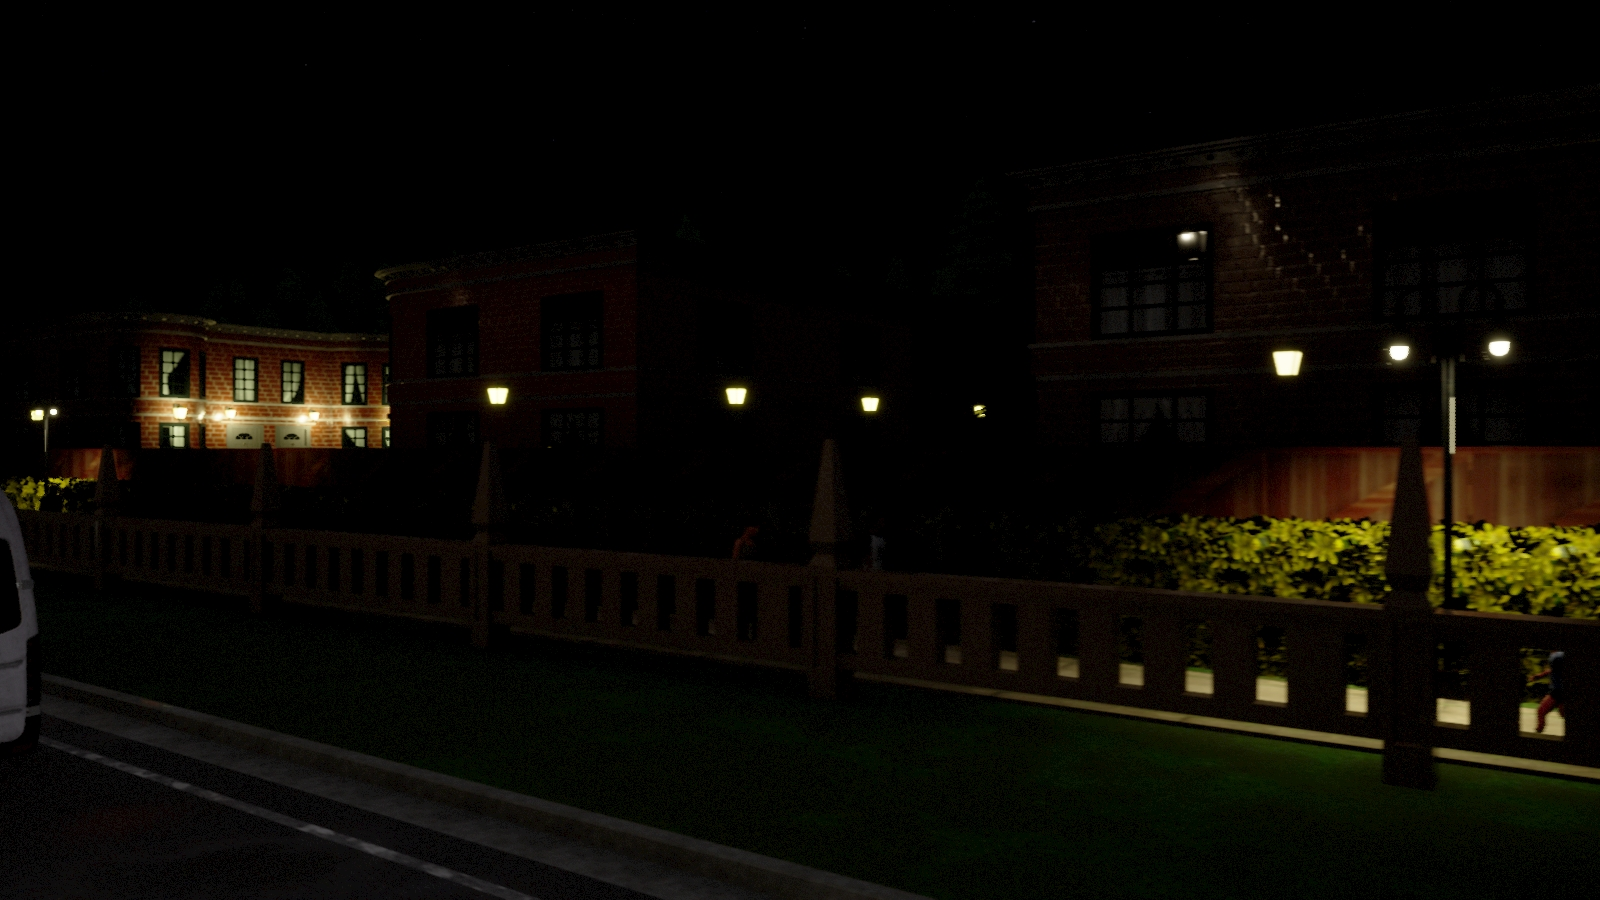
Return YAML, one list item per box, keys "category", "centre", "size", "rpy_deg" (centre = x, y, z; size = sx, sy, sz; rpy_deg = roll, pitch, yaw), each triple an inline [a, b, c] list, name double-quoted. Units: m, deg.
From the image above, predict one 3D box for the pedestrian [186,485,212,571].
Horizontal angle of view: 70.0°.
- category: "pedestrian"
  centre: [-13.205, 1.700, 25.085]
  size: [0.375, 1.860, 0.375]
  rpy_deg: [0, 0, 35]

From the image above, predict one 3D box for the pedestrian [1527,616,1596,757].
- category: "pedestrian"
  centre: [6.750, 2.077, 10.133]
  size: [0.500, 1.100, 0.500]
  rpy_deg: [0, 0, 34]

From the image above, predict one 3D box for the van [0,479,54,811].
- category: "van"
  centre: [-9.003, 1.536, 10.085]
  size: [5.915, 2.561, 1.988]
  rpy_deg: [0, 0, 35]

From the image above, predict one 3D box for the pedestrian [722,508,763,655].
- category: "pedestrian"
  centre: [-0.748, 1.698, 14.877]
  size: [0.375, 1.860, 0.375]
  rpy_deg: [0, 0, 35]

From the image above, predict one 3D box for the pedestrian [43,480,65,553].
- category: "pedestrian"
  centre: [-19.193, 1.701, 29.389]
  size: [0.375, 1.860, 0.375]
  rpy_deg: [0, 0, 35]

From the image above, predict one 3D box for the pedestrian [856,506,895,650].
- category: "pedestrian"
  centre: [1.015, 1.697, 15.294]
  size: [0.375, 1.860, 0.375]
  rpy_deg: [0, 0, 39]
